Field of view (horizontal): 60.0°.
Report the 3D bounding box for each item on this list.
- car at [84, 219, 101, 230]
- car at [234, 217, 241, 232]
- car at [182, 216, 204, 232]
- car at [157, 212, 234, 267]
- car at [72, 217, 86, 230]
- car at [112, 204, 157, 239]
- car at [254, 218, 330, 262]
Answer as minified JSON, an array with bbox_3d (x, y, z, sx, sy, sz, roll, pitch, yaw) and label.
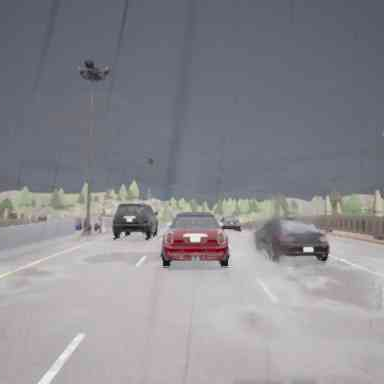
[{"bbox_3d":[-14.063,5.087,49.981,1.895,1.301,4.718,0,-6,0],"label":"car"},{"bbox_3d":[3.608,3.159,32.569,2.033,1.411,5.357,0,-6,0],"label":"car"},{"bbox_3d":[0.103,3.161,32.582,2.033,1.411,5.357,0,-6,0],"label":"car"},{"bbox_3d":[0.101,1.504,12.067,2.097,1.767,4.553,0,-2,0],"label":"car"},{"bbox_3d":[-17.551,4.907,51.865,2.150,2.045,5.566,0,-6,1],"label":"car"},{"bbox_3d":[-3.398,1.798,20.776,2.150,2.045,5.566,0,-4,0],"label":"car"},{"bbox_3d":[3.602,1.695,12.586,1.812,1.442,4.674,0,-2,0],"label":"car"}]
